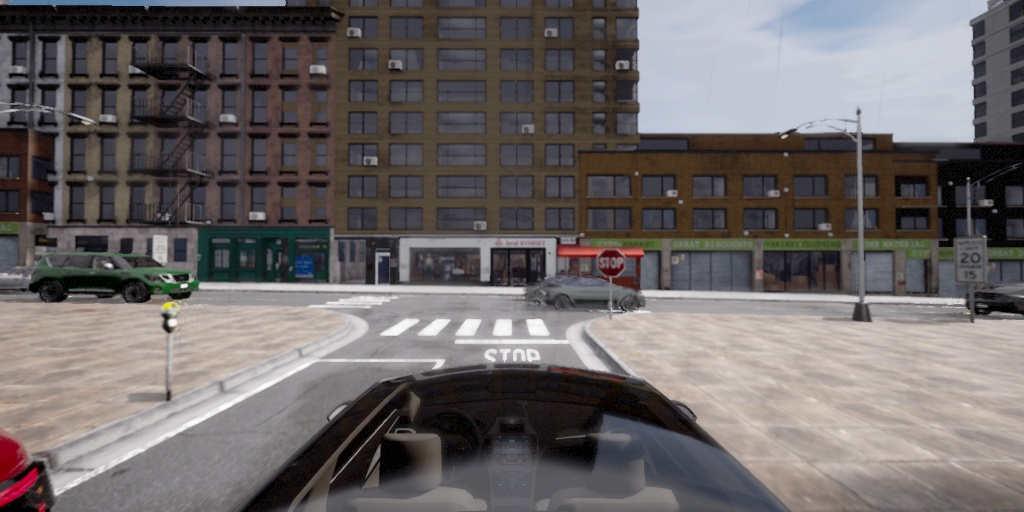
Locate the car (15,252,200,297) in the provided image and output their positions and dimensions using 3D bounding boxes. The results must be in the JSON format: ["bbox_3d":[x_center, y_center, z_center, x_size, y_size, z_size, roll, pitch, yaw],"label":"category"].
[{"bbox_3d":[-16.477,0.878,15.028,5.566,2.045,2.150,1,-1,0],"label":"car"}]

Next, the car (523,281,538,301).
[{"bbox_3d":[2.666,1.588,18.050,4.181,1.385,1.994,1,-1,0],"label":"car"}]

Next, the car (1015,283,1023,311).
[{"bbox_3d":[29.072,2.194,18.155,4.674,1.442,1.812,2,-1,0],"label":"car"}]

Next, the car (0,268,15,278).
[{"bbox_3d":[-23.984,1.183,17.928,4.718,1.301,1.895,1,-1,0],"label":"car"}]

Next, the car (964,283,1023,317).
[{"bbox_3d":[22.357,1.938,15.201,4.892,1.490,1.837,2,-1,0],"label":"car"}]

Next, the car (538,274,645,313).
[{"bbox_3d":[3.375,1.552,15.105,4.181,1.385,1.994,1,-1,0],"label":"car"}]
